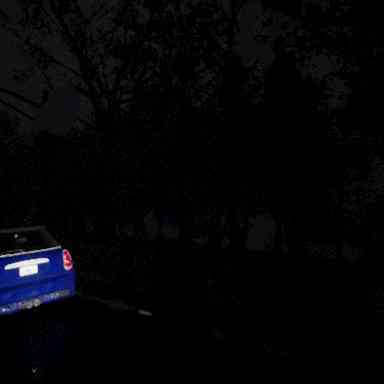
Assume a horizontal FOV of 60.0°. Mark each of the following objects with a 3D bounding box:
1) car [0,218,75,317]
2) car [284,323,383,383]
[{"bbox_3d":[-4.513,1.353,6.897,4.553,1.767,2.097,0,0,35],"label":"car"},{"bbox_3d":[2.816,1.601,1.679,4.718,1.301,1.895,0,0,36],"label":"car"}]
